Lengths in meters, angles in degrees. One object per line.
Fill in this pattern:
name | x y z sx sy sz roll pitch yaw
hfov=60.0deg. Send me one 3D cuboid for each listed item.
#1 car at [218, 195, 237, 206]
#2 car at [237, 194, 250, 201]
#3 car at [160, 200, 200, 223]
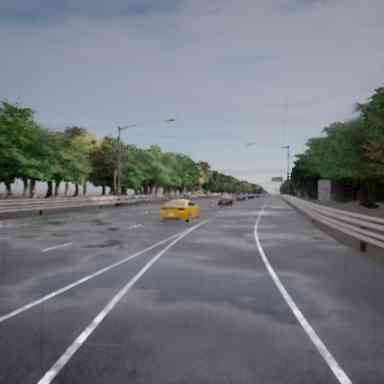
car | 4.912 1.192 47.334 1.812 1.442 4.674 0 0 14
car | 10.360 1.194 69.836 2.033 1.411 5.357 0 0 14
car | -0.743 1.278 23.722 1.882 1.535 5.008 0 0 13
